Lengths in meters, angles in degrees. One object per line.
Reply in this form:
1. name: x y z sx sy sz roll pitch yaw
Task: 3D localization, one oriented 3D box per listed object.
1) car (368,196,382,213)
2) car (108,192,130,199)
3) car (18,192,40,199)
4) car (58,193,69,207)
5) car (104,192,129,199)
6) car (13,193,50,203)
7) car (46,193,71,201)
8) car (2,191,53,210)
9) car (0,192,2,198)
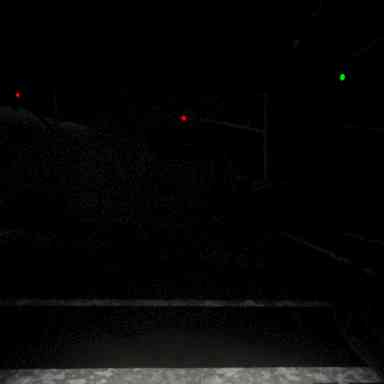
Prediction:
1. car: 17.239 1.221 33.835 2.242 1.667 4.611 0 0 0
2. car: -16.486 0.768 74.909 4.514 1.523 2.007 0 0 0
3. car: -35.082 0.837 71.815 3.806 1.475 1.970 0 0 0
4. car: -16.172 1.074 37.517 3.806 1.475 1.970 0 0 0
5. car: -16.416 0.783 71.773 5.027 1.636 2.152 0 0 0
6. car: -24.009 0.917 49.891 4.514 1.523 2.007 0 0 0
7. car: -24.023 0.863 59.884 3.633 1.501 1.845 0 0 0
8. car: -16.764 0.816 34.187 3.866 1.878 1.905 0 0 0
9. car: -42.520 0.804 74.753 3.633 1.501 1.845 0 0 0
